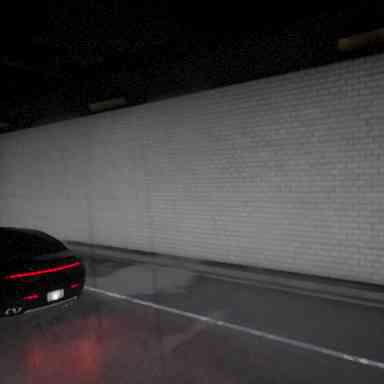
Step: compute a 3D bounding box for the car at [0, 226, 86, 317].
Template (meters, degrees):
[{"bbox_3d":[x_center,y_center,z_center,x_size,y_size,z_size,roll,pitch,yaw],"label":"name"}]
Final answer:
[{"bbox_3d":[-4.286,1.501,7.051,4.892,1.490,1.837,0,0,36],"label":"car"}]
